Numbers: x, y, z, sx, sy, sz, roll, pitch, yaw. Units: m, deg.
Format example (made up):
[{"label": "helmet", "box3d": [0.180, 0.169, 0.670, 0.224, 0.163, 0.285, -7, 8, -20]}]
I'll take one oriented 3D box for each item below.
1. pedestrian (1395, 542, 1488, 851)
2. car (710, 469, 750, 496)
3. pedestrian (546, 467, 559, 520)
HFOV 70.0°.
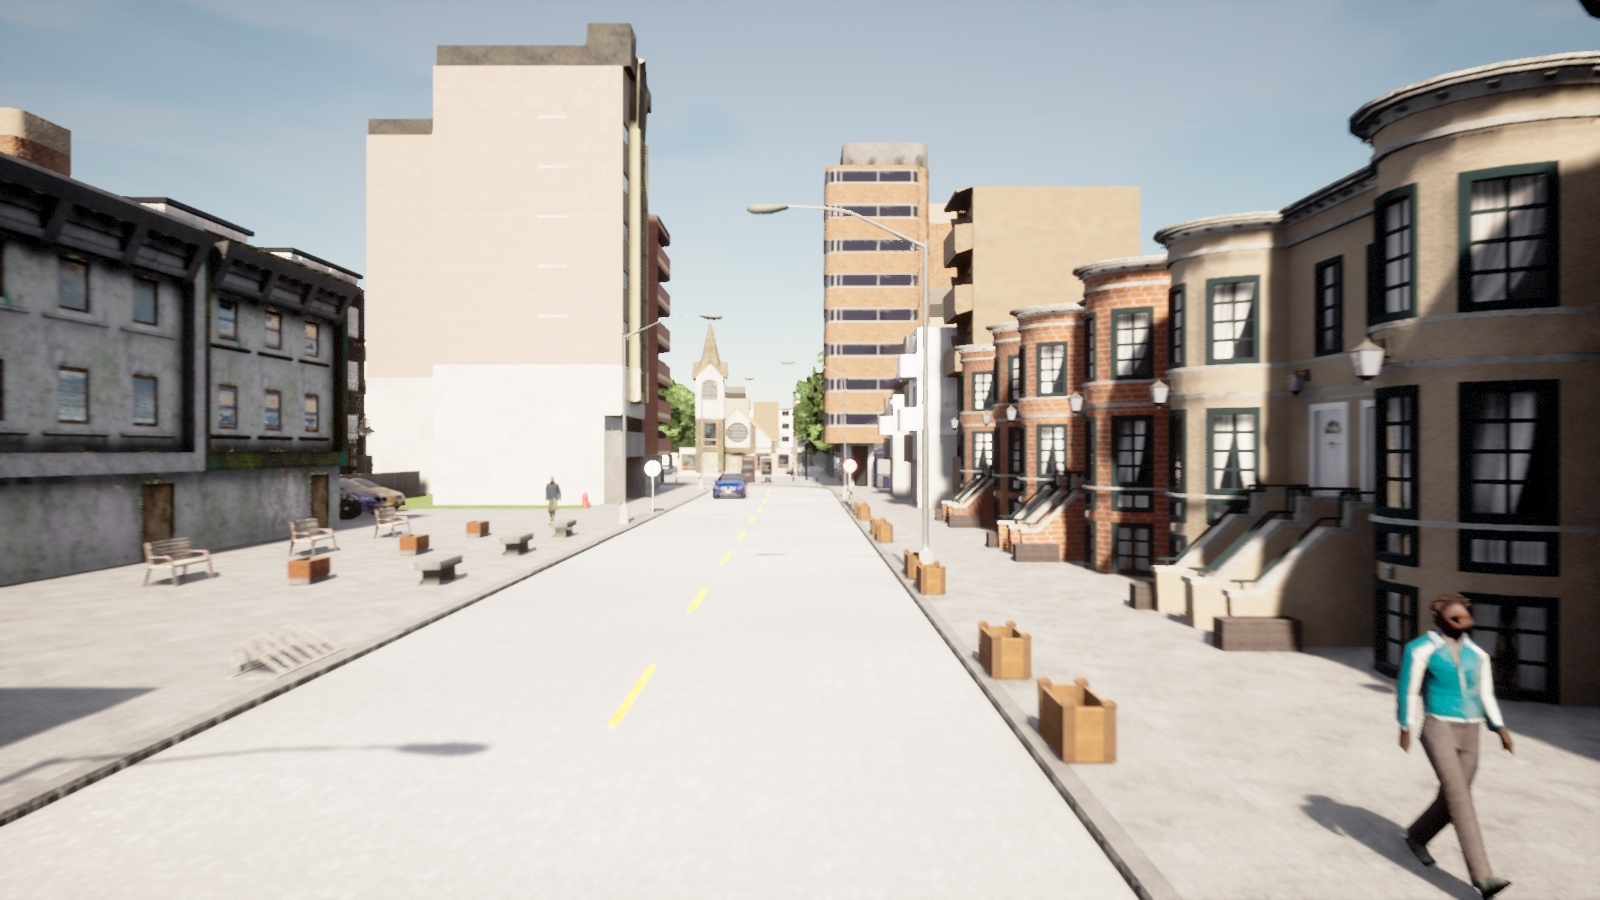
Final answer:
[{"label": "pedestrian", "box3d": [4.031, 1.525, 7.189, 0.375, 1.860, 0.375, 0, 0, -1]}, {"label": "car", "box3d": [-4.038, 1.861, 66.500, 2.002, 1.442, 4.674, 0, 0, 0]}, {"label": "pedestrian", "box3d": [-8.725, 1.526, 40.276, 0.375, 1.860, 0.375, 0, 0, -3]}]
